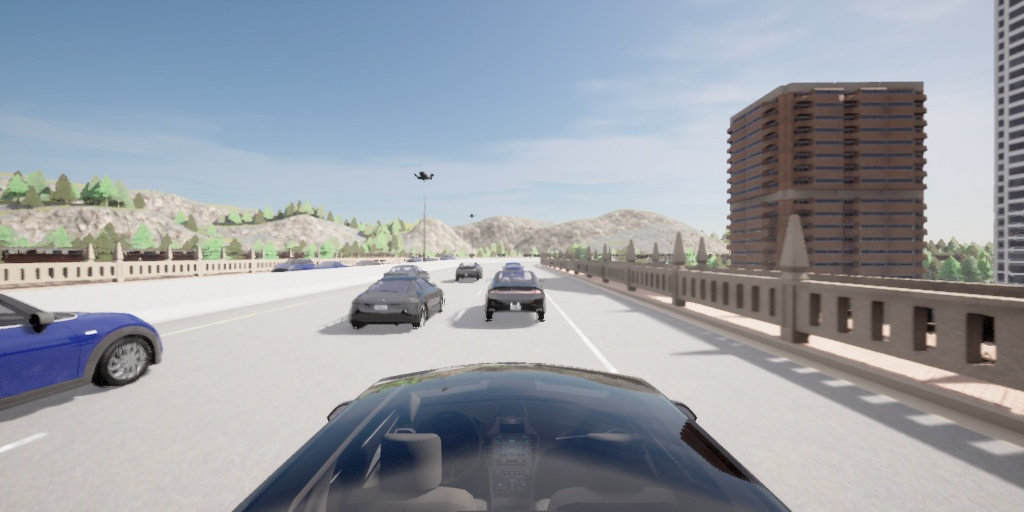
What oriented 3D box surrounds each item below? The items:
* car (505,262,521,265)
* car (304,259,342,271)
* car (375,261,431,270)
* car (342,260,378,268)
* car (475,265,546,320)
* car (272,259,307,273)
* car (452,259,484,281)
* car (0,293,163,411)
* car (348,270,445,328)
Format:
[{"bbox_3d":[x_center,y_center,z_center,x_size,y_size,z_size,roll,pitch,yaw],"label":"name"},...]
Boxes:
[{"bbox_3d":[0.093,1.237,30.158,1.812,1.442,4.674,0,0,0],"label":"car"},{"bbox_3d":[-17.586,1.232,34.605,1.812,1.442,4.674,0,0,0],"label":"car"},{"bbox_3d":[-6.895,1.268,23.679,2.033,1.411,5.357,0,0,0],"label":"car"},{"bbox_3d":[-14.087,1.184,34.647,1.882,1.535,5.008,0,0,0],"label":"car"},{"bbox_3d":[0.102,1.227,12.466,2.128,1.511,4.902,0,0,0],"label":"car"},{"bbox_3d":[-21.085,1.059,34.921,2.097,1.767,4.553,0,0,0],"label":"car"},{"bbox_3d":[-3.393,1.204,29.086,2.128,1.511,4.902,0,0,0],"label":"car"},{"bbox_3d":[-6.900,1.099,4.088,2.097,1.767,4.553,0,0,0],"label":"car"},{"bbox_3d":[-3.399,1.301,11.311,1.994,1.385,4.181,0,0,0],"label":"car"}]
